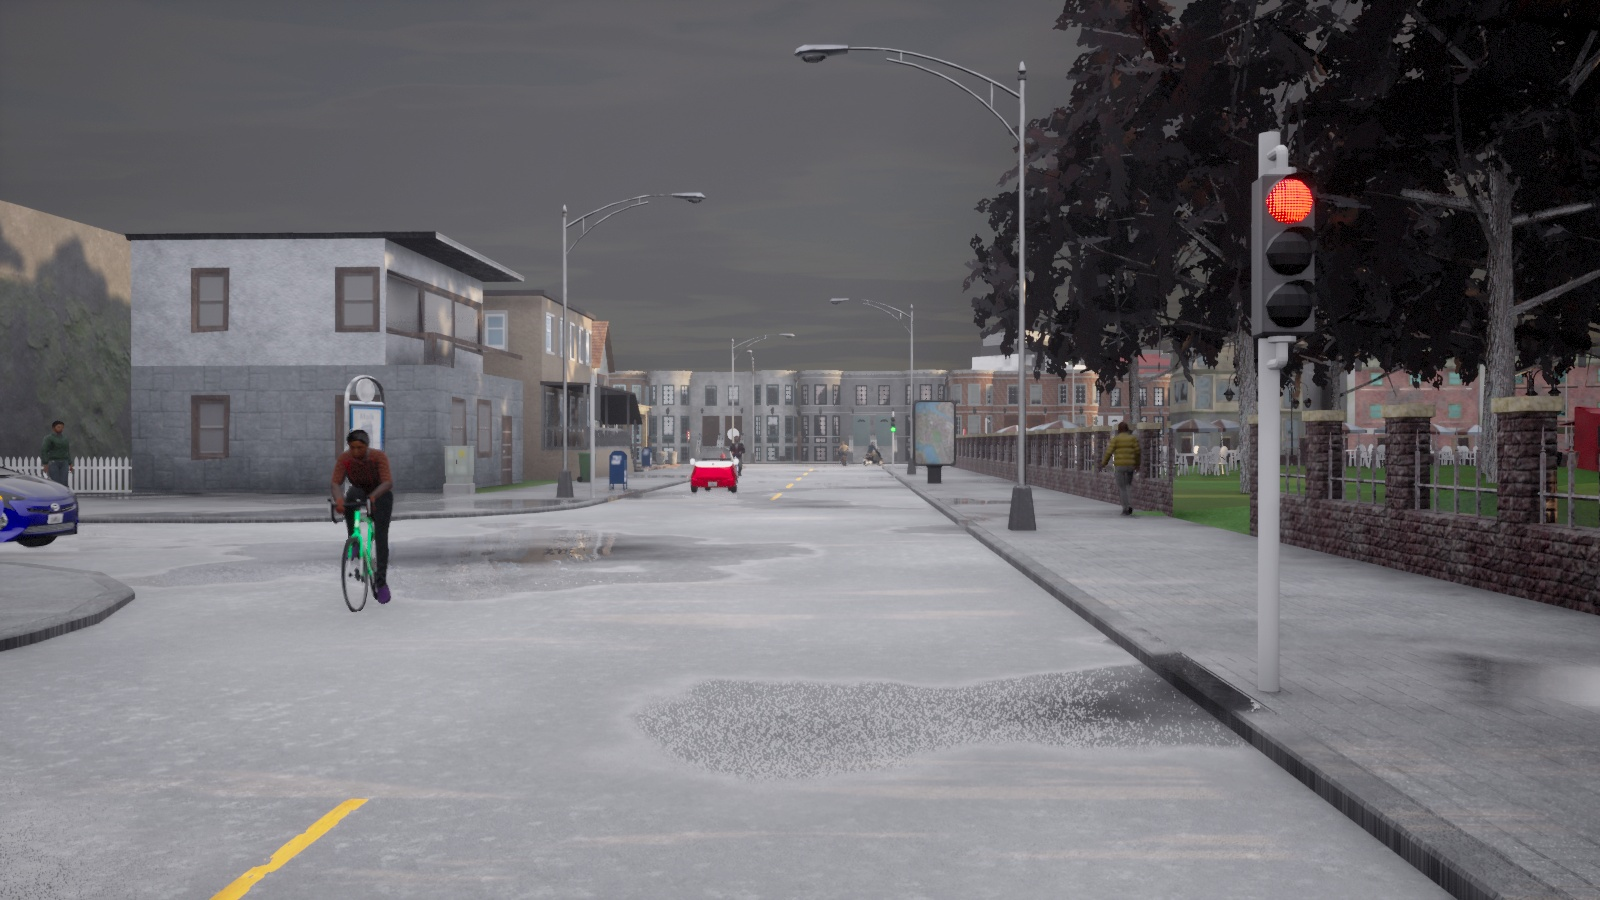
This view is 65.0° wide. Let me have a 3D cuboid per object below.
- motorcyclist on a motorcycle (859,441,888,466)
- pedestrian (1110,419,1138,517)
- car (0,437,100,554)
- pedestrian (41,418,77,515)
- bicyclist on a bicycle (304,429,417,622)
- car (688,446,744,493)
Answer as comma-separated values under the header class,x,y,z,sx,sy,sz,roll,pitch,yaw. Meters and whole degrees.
class,x,y,z,sx,sy,sz,roll,pitch,yaw
motorcyclist on a motorcycle,4.731,0.248,80.864,1.817,1.590,0.866,0,1,-42
pedestrian,6.165,0.326,23.891,0.370,1.835,0.726,0,0,2
car,-12.486,0.585,17.375,4.514,1.525,2.007,0,0,2
pedestrian,-14.293,0.308,24.213,0.614,1.847,0.353,0,0,32
bicyclist on a bicycle,-3.985,0.631,11.496,0.582,1.620,1.656,-2,1,-7
car,-2.562,0.582,38.474,1.481,1.376,2.207,0,0,2
